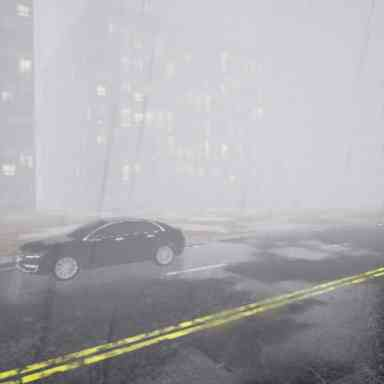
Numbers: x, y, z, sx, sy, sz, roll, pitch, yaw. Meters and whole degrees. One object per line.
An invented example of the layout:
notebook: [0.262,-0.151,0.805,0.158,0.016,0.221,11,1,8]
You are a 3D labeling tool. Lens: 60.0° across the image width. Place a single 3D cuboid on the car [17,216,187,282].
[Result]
car: [-2.456,1.502,9.907,4.892,1.490,1.837,0,0,-35]
